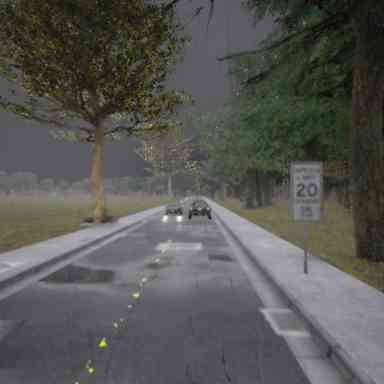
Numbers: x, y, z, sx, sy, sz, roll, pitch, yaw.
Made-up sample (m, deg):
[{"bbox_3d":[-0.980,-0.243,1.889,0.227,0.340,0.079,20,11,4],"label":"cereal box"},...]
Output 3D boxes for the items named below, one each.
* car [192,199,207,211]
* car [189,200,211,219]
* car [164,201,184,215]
[{"bbox_3d":[1.103,1.863,48.607,2.128,1.511,4.902,0,0,1],"label":"car"},{"bbox_3d":[0.763,1.611,32.572,2.097,1.767,4.553,0,0,1],"label":"car"},{"bbox_3d":[-1.981,1.834,37.701,1.837,1.490,4.892,0,0,1],"label":"car"}]
